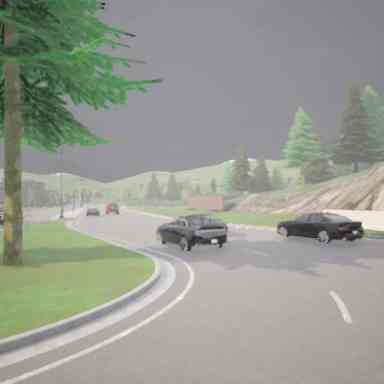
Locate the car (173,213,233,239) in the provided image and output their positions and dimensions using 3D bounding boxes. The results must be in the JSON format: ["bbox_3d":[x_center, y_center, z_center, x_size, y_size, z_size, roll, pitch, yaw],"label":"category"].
[{"bbox_3d":[0.602,2.126,21.846,1.994,1.385,4.181,0,-2,-29],"label":"car"}]

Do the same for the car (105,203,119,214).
[{"bbox_3d":[-15.082,3.133,62.905,2.150,2.045,5.566,-1,-2,-17],"label":"car"}]

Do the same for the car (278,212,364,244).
[{"bbox_3d":[6.675,1.822,17.877,1.882,1.535,5.008,0,-2,-24],"label":"car"}]

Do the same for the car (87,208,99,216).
[{"bbox_3d":[-17.170,3.385,57.721,1.994,1.385,4.181,-1,-2,-17],"label":"car"}]

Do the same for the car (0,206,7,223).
[{"bbox_3d":[-23.864,2.701,39.421,2.150,2.045,5.566,-1,-2,-16],"label":"car"}]

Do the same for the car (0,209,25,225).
[{"bbox_3d":[-18.962,2.473,34.246,2.150,2.045,5.566,-1,-2,-13],"label":"car"}]

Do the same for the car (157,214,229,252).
[{"bbox_3d":[-0.168,1.920,16.118,2.128,1.511,4.902,0,-2,-27],"label":"car"}]
